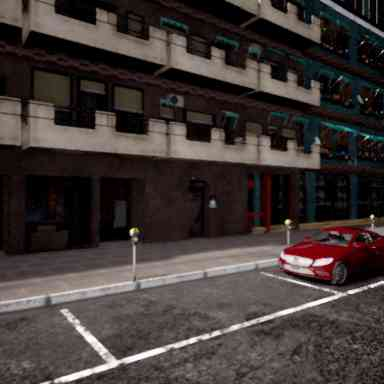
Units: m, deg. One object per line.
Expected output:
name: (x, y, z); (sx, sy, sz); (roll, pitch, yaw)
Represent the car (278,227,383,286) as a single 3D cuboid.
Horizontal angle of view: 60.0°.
car: (4.334, 1.688, 9.655); (4.206, 1.307, 1.802); (1, -1, -35)
